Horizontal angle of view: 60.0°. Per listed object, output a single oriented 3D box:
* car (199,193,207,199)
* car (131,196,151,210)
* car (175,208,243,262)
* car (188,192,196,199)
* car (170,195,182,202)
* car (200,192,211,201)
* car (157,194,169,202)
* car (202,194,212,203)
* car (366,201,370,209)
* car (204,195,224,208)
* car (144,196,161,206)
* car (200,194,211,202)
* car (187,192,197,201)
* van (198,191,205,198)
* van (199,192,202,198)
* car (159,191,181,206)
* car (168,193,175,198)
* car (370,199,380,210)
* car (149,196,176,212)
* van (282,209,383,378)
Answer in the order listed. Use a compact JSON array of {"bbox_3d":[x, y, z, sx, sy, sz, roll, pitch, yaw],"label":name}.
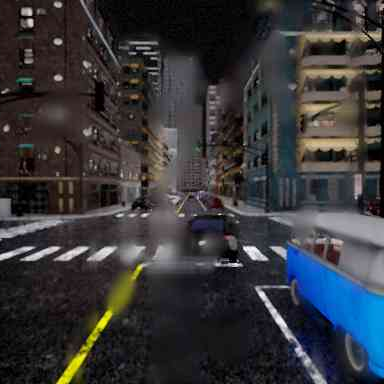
[{"bbox_3d":[2.687,1.005,81.953,1.752,1.417,4.829,-1,0,0],"label":"car"},{"bbox_3d":[-5.696,1.316,37.609,1.947,1.339,4.313,0,0,0],"label":"car"},{"bbox_3d":[0.724,1.482,11.857,1.994,1.385,4.181,0,0,10],"label":"car"},{"bbox_3d":[0.004,0.819,77.056,1.882,1.535,5.008,0,0,0],"label":"car"},{"bbox_3d":[-3.020,1.194,62.790,1.895,1.301,4.718,0,0,1],"label":"car"},{"bbox_3d":[2.686,1.191,54.166,1.887,1.381,4.507,0,0,0],"label":"car"},{"bbox_3d":[-5.694,1.124,65.226,1.887,1.381,4.507,0,0,0],"label":"car"},{"bbox_3d":[2.686,1.281,43.120,1.947,1.339,4.313,0,0,0],"label":"car"},{"bbox_3d":[15.760,0.864,24.731,5.009,1.841,2.192,-1,2,0],"label":"car"},{"bbox_3d":[2.686,1.331,37.597,1.802,1.307,4.206,0,0,0],"label":"car"},{"bbox_3d":[-5.695,1.246,48.656,1.947,1.339,4.313,0,0,0],"label":"car"},{"bbox_3d":[2.687,1.145,65.214,1.947,1.339,4.313,0,0,0],"label":"car"},{"bbox_3d":[0.002,1.063,66.635,2.128,1.511,4.902,0,0,0],"label":"car"},{"bbox_3d":[2.686,0.758,92.829,1.690,1.788,3.998,-1,0,0],"label":"van"},{"bbox_3d":[2.685,0.954,59.688,1.690,1.788,3.998,0,0,0],"label":"van"},{"bbox_3d":[-3.068,0.897,48.889,2.150,2.045,5.566,0,1,1],"label":"car"},{"bbox_3d":[-5.694,0.943,92.673,1.752,1.417,4.829,0,0,0],"label":"car"},{"bbox_3d":[14.845,1.125,22.153,4.674,1.442,1.812,-1,1,0],"label":"car"},{"bbox_3d":[-3.091,1.363,35.608,1.895,1.301,4.718,0,0,0],"label":"car"},{"bbox_3d":[2.682,1.304,5.201,1.690,1.788,3.998,0,0,0],"label":"van"}]
